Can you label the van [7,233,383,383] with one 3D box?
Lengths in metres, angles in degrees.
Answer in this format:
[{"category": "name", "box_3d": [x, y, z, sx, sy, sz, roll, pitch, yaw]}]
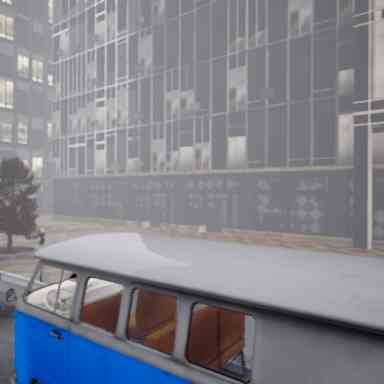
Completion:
[{"category": "van", "box_3d": [0.079, 1.340, 2.810, 3.998, 1.788, 1.690, 0, 0, 35]}]
